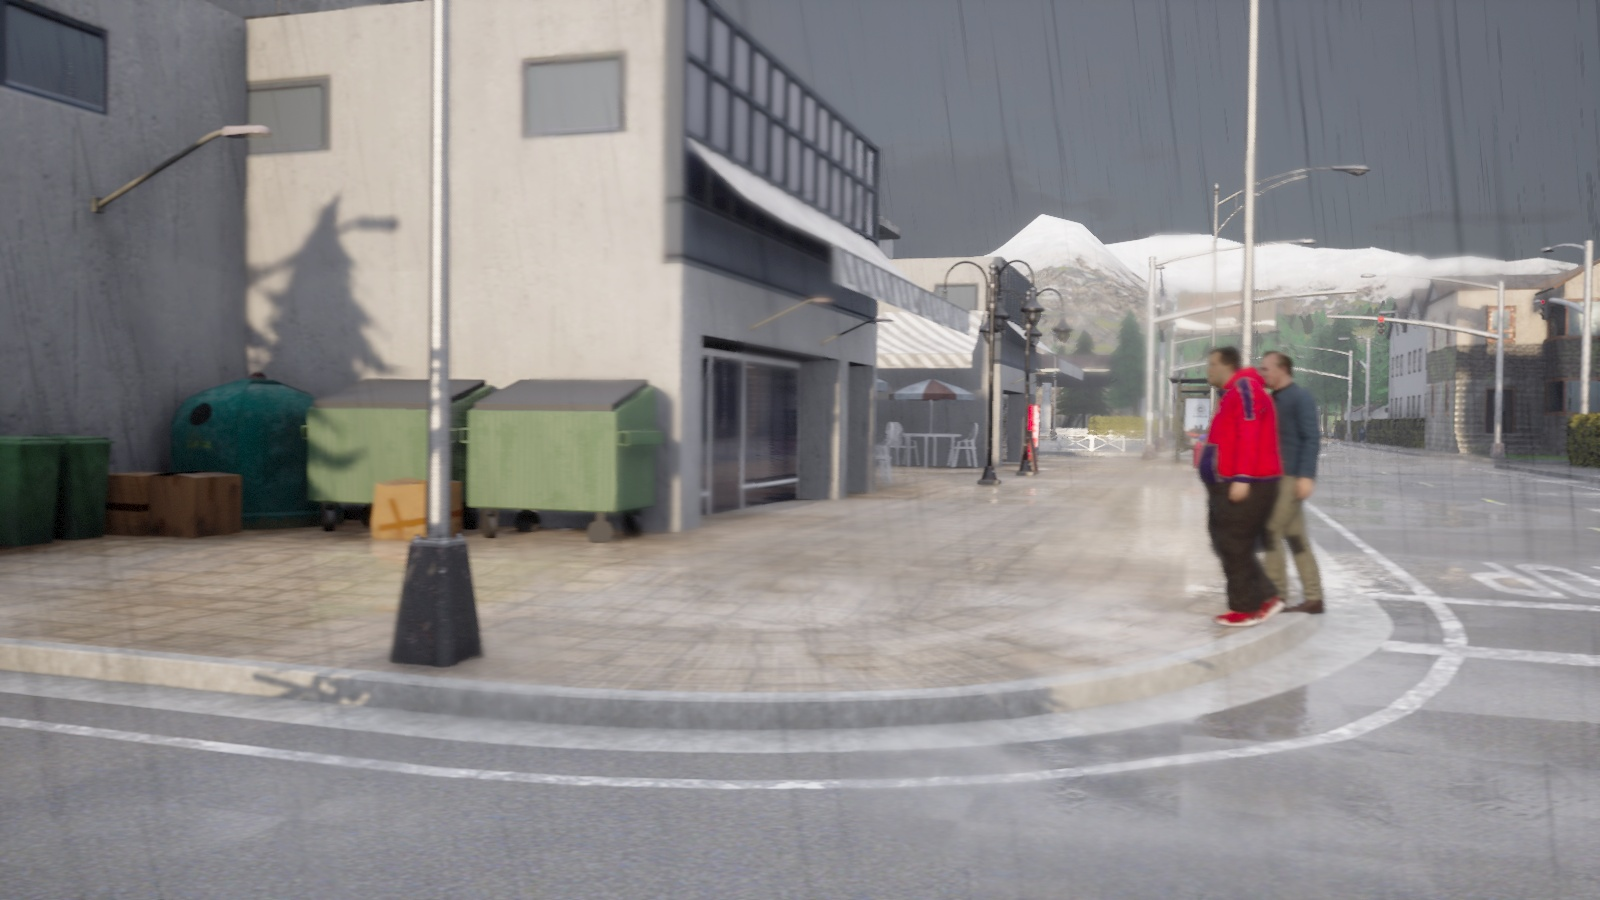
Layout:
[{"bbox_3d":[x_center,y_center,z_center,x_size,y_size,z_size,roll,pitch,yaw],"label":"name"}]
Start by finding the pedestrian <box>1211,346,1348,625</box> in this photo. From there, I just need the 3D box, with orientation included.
[{"bbox_3d":[3.249,0.234,8.541,0.726,1.842,0.402,1,1,-3],"label":"pedestrian"}]

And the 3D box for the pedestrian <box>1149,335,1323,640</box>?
[{"bbox_3d":[2.746,0.216,7.994,0.899,1.844,0.634,1,1,9],"label":"pedestrian"}]
